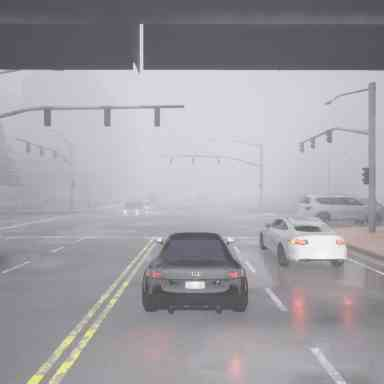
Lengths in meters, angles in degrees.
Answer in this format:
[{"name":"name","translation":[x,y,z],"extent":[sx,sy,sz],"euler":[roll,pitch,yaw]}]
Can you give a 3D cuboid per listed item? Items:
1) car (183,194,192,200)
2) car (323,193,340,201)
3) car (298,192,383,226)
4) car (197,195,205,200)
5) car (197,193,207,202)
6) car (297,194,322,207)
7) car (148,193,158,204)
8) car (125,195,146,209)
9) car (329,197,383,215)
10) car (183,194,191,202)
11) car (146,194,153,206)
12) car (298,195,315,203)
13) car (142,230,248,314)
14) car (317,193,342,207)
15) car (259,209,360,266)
[{"name":"car","translation":[-1.156,1.351,86.035],"extent":[2.128,1.511,4.902],"euler":[0,0,0]},{"name":"car","translation":[33.495,1.153,80.000],"extent":[1.932,1.855,4.605],"euler":[0,0,0]},{"name":"car","translation":[10.010,1.221,22.478],"extent":[5.566,2.045,2.150],"euler":[0,0,1]},{"name":"car","translation":[2.344,1.378,86.058],"extent":[1.994,1.385,4.181],"euler":[0,0,0]},{"name":"car","translation":[2.403,1.223,76.990],"extent":[2.150,2.045,5.566],"euler":[0,0,0]},{"name":"car","translation":[16.645,1.153,47.386],"extent":[1.932,1.855,4.605],"euler":[0,0,0]},{"name":"car","translation":[-8.051,1.221,66.069],"extent":[2.150,2.045,5.566],"euler":[0,0,0]},{"name":"car","translation":[-7.994,1.478,46.136],"extent":[1.882,1.535,5.008],"euler":[0,0,0]},{"name":"car","translation":[16.354,1.352,33.157],"extent":[4.553,1.767,2.097],"euler":[0,0,1]},{"name":"car","translation":[-1.097,1.593,76.964],"extent":[1.895,1.301,4.718],"euler":[0,0,0]},{"name":"car","translation":[-8.044,1.526,55.416],"extent":[1.812,1.442,4.674],"euler":[0,0,0]},{"name":"car","translation":[22.193,1.395,64.815],"extent":[1.970,1.475,3.806],"euler":[0,0,0]},{"name":"car","translation":[0.067,1.564,7.704],"extent":[1.994,1.385,4.181],"euler":[0,0,0]},{"name":"car","translation":[19.540,1.156,47.340],"extent":[1.905,1.878,3.866],"euler":[0,0,0]},{"name":"car","translation":[3.582,1.526,11.364],"extent":[1.812,1.442,4.674],"euler":[0,0,0]}]
